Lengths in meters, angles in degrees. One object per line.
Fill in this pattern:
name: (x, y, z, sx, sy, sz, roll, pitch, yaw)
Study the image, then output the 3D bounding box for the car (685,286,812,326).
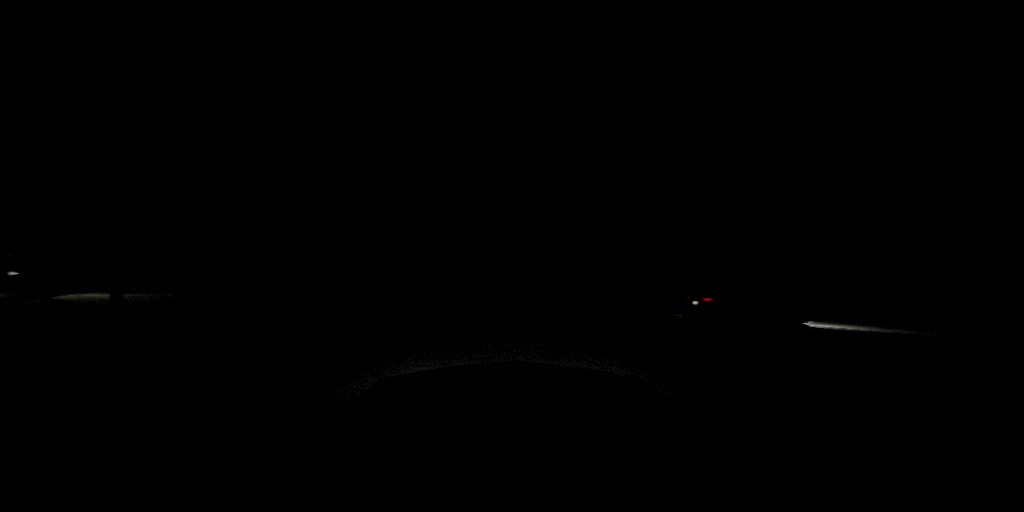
car: (9.106, 1.883, 14.011, 4.181, 1.385, 1.994, 3, -4, -2)

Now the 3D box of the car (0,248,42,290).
car: (-20.885, 0.158, 12.993, 5.566, 2.045, 2.150, 3, -4, -2)
